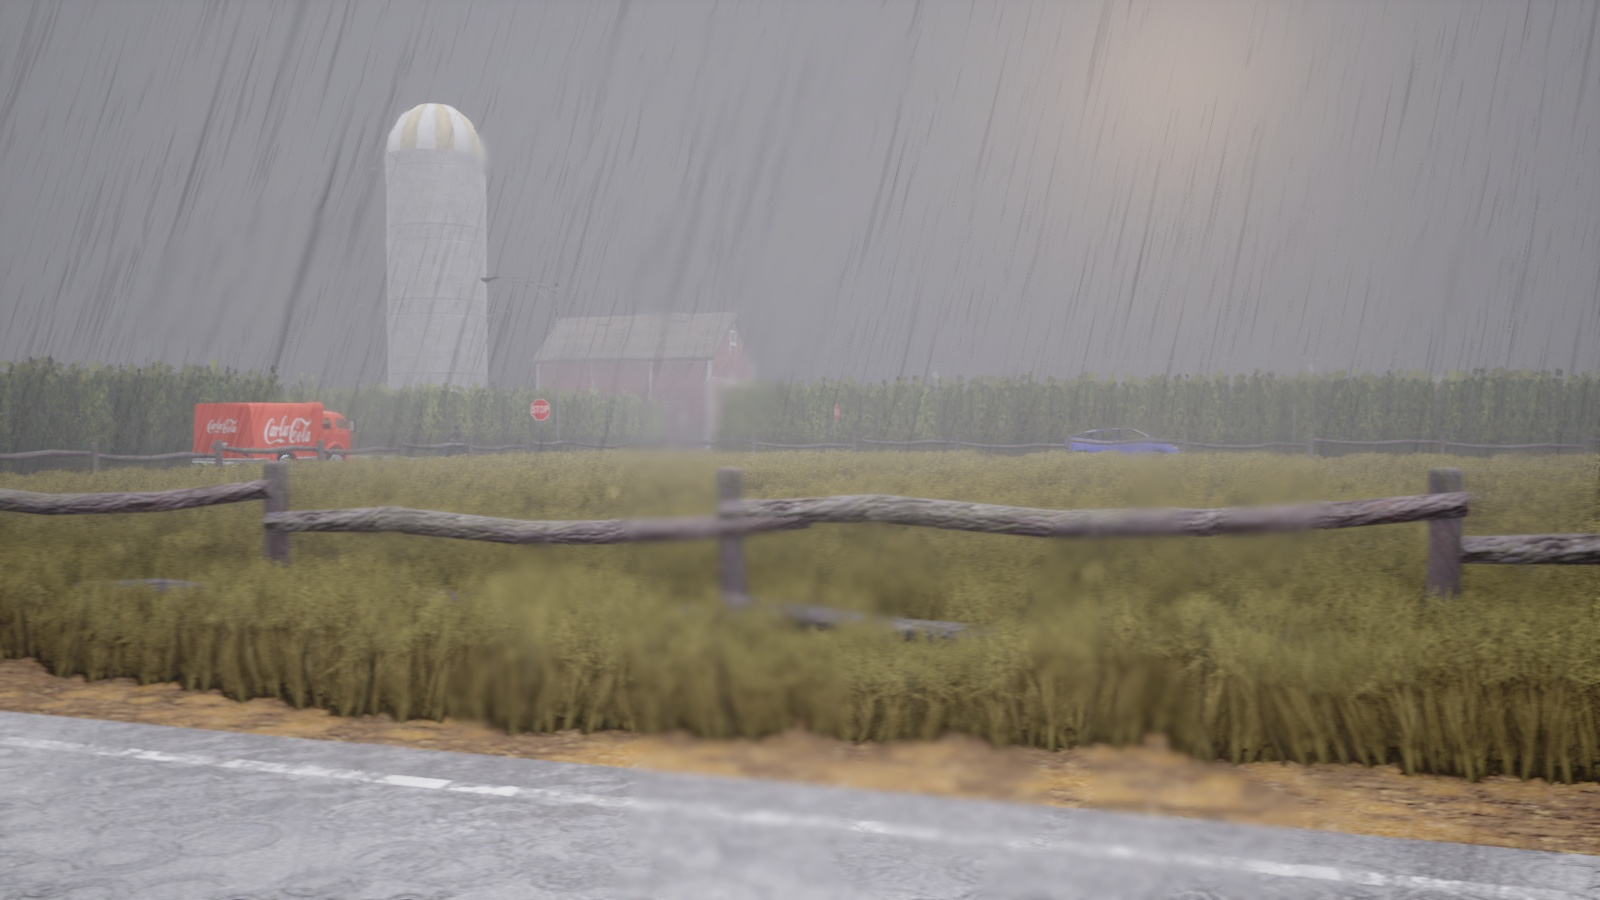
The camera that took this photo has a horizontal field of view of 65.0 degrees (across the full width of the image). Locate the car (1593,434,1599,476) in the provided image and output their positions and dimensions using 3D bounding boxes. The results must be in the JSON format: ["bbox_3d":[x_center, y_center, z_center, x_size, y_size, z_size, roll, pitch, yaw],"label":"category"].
[{"bbox_3d":[31.219,0.208,44.380,5.008,1.535,1.882,0,1,12],"label":"car"}]

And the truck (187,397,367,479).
[{"bbox_3d":[-16.875,-0.422,40.889,2.627,2.467,5.204,1,1,19],"label":"truck"}]

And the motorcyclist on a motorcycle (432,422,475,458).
[{"bbox_3d":[-16.646,-0.513,60.307,2.350,1.649,0.766,2,4,39],"label":"motorcyclist on a motorcycle"}]

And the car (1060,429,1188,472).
[{"bbox_3d":[12.287,-0.012,47.577,4.514,1.525,2.007,1,1,19],"label":"car"}]
